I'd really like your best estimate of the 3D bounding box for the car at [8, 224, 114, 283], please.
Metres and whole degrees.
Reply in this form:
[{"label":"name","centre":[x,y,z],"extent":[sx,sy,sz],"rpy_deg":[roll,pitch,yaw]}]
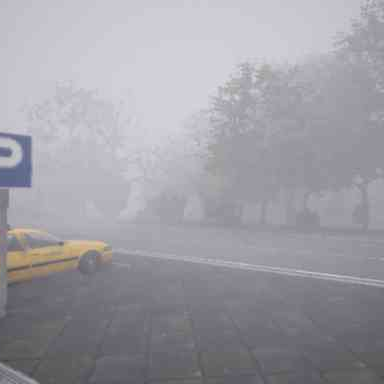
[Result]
[{"label":"car","centre":[-4.464,1.589,8.551],"extent":[1.946,1.575,5.366],"rpy_deg":[-2,-1,35]}]
